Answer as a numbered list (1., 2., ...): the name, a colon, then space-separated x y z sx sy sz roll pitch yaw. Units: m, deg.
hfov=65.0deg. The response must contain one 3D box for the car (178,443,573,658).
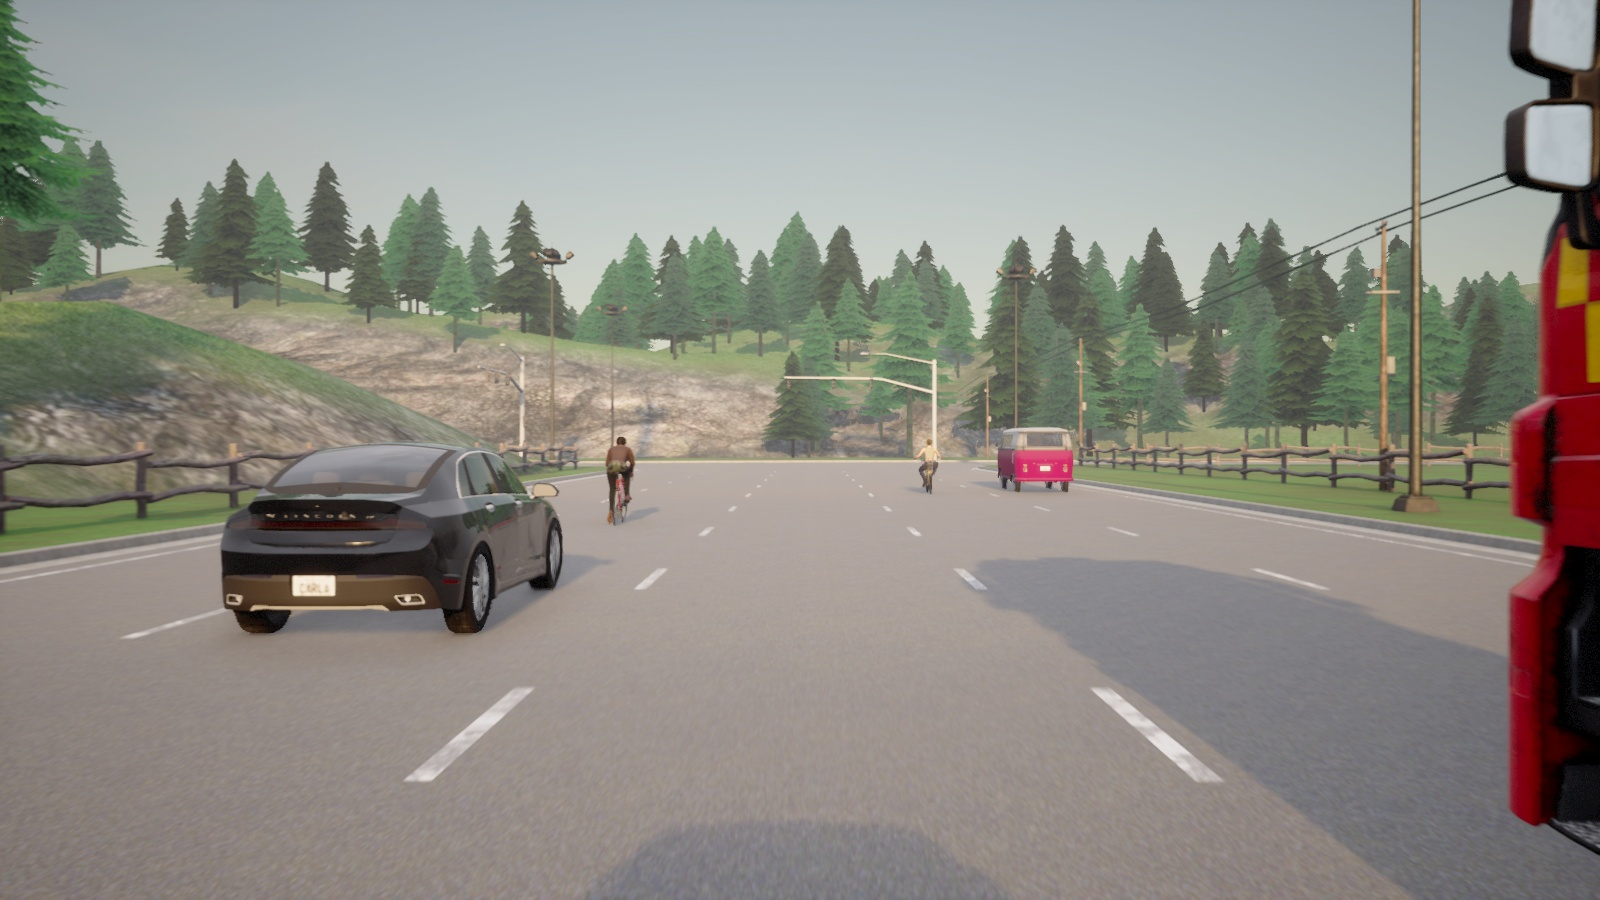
1. car: -3.405 0.685 11.209 1.837 1.490 4.892 0 0 0

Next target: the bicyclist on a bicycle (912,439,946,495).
1. bicyclist on a bicycle: 3.771 0.479 36.812 0.866 1.612 1.509 0 0 1

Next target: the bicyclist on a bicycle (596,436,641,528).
1. bicyclist on a bicycle: -3.321 0.566 23.084 0.582 1.620 1.656 0 0 0

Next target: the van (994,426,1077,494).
1. van: 7.293 0.285 39.313 1.775 1.987 4.442 0 0 0
